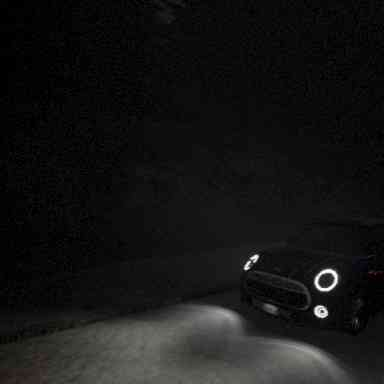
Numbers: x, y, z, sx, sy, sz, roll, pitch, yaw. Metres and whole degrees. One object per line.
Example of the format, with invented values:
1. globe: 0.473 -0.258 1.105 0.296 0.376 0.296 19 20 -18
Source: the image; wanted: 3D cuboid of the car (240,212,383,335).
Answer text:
1. car: 3.131 1.348 6.832 4.553 1.767 2.097 0 0 -35
